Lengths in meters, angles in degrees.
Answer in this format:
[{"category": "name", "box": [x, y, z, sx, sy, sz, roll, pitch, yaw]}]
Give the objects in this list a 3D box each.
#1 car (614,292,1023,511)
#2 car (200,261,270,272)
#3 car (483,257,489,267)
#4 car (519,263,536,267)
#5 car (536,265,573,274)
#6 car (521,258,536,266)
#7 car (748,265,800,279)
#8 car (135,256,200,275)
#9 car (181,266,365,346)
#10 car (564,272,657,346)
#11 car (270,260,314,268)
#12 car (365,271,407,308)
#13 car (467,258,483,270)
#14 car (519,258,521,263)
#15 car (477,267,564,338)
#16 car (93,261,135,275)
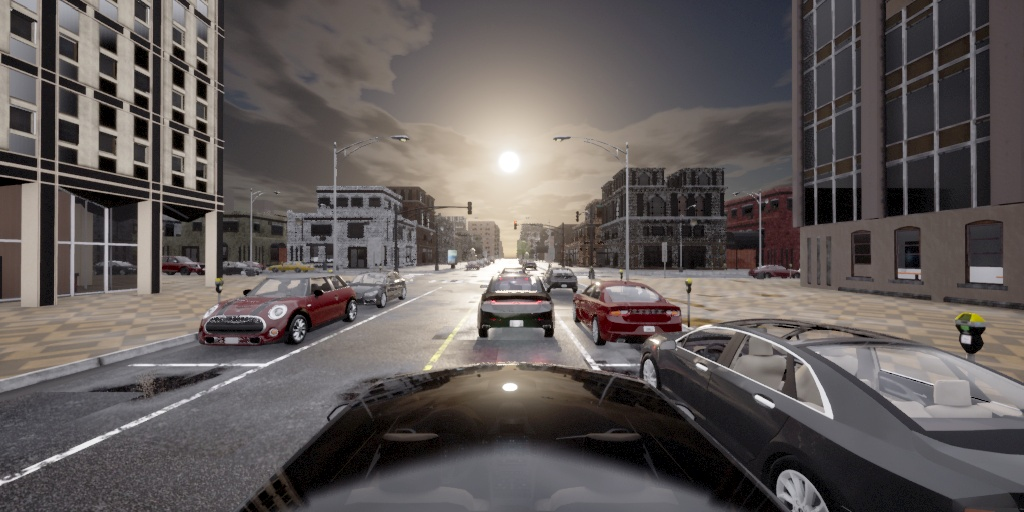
[{"category": "car", "box": [2.690, 1.301, 3.569, 2.007, 1.370, 4.403, 0, 0, 0]}, {"category": "car", "box": [-25.427, 1.177, 33.037, 4.403, 1.370, 2.007, 0, 0, 1]}, {"category": "car", "box": [-5.714, 1.309, 64.088, 2.007, 1.370, 4.403, 0, 0, 0]}, {"category": "car", "box": [0.092, 1.316, 20.592, 1.994, 1.385, 4.181, 0, 0, 0]}, {"category": "car", "box": [2.683, 1.303, 20.645, 2.007, 1.370, 4.403, 0, 0, 0]}, {"category": "car", "box": [2.671, 1.322, 53.035, 1.948, 1.339, 4.313, 0, 0, 0]}, {"category": "car", "box": [23.631, 1.433, 32.265, 4.207, 1.307, 1.802, 0, 0, 1]}, {"category": "car", "box": [-30.964, 0.918, 33.121, 5.009, 1.841, 2.192, 0, 0, 1]}, {"category": "car", "box": [-5.693, 1.190, 9.275, 1.967, 1.591, 4.097, 0, 0, 0]}, {"category": "car", "box": [2.687, 1.296, 9.261, 1.888, 1.381, 4.507, 0, 0, 0]}, {"category": "car", "box": [-25.469, 1.198, 41.419, 4.829, 1.417, 1.751, 0, 0, 1]}, {"category": "car", "box": [-5.695, 1.302, 14.967, 2.007, 1.370, 4.403, 0, 0, 0]}, {"category": "car", "box": [-5.709, 1.339, 53.045, 1.802, 1.307, 4.207, 0, 0, 0]}, {"category": "car", "box": [2.667, 1.341, 64.077, 1.802, 1.307, 4.207, 0, 0, 0]}, {"category": "car", "box": [0.098, 1.242, 10.168, 2.128, 1.511, 4.902, 0, 0, 0]}, {"category": "car", "box": [-36.500, 1.131, 33.204, 4.403, 1.370, 2.007, 0, 0, 1]}]
